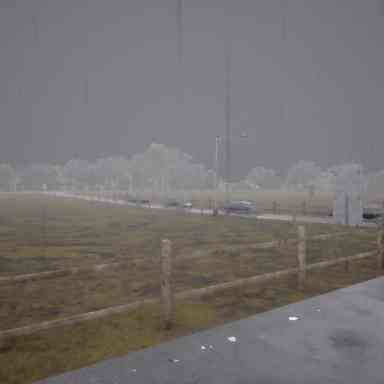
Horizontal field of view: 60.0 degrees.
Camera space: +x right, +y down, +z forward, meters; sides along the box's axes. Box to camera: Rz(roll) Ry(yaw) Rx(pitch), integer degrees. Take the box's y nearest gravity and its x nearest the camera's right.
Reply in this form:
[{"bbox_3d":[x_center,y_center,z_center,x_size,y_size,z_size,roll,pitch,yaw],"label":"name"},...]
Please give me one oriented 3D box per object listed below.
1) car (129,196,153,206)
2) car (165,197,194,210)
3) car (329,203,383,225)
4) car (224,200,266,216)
[{"bbox_3d":[-7.804,1.331,50.303,1.895,1.301,4.718,1,0,-35],"label":"car"},{"bbox_3d":[-1.698,1.401,41.730,2.128,1.511,4.902,1,0,-36],"label":"car"},{"bbox_3d":[11.802,1.470,22.560,2.128,1.511,4.902,1,-1,-33],"label":"car"},{"bbox_3d":[5.076,1.525,32.286,1.812,1.442,4.674,1,-1,-36],"label":"car"}]
